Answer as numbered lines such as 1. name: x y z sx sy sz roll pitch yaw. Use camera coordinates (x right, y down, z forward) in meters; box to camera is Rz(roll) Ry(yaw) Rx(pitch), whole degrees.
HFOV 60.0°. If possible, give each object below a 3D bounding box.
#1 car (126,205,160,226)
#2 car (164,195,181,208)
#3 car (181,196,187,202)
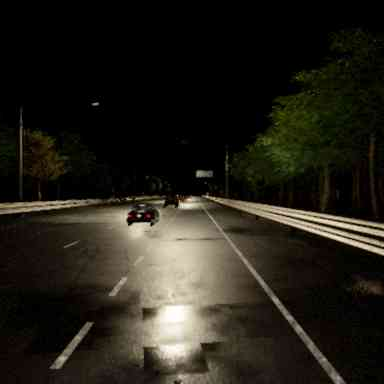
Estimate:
1. car: -3.479 1.634 24.343 2.033 1.411 5.357 0 0 0
2. car: -3.358 1.491 54.998 2.150 2.045 5.566 0 0 0
3. car: -3.076 1.986 92.132 1.882 1.535 5.008 0 0 1
